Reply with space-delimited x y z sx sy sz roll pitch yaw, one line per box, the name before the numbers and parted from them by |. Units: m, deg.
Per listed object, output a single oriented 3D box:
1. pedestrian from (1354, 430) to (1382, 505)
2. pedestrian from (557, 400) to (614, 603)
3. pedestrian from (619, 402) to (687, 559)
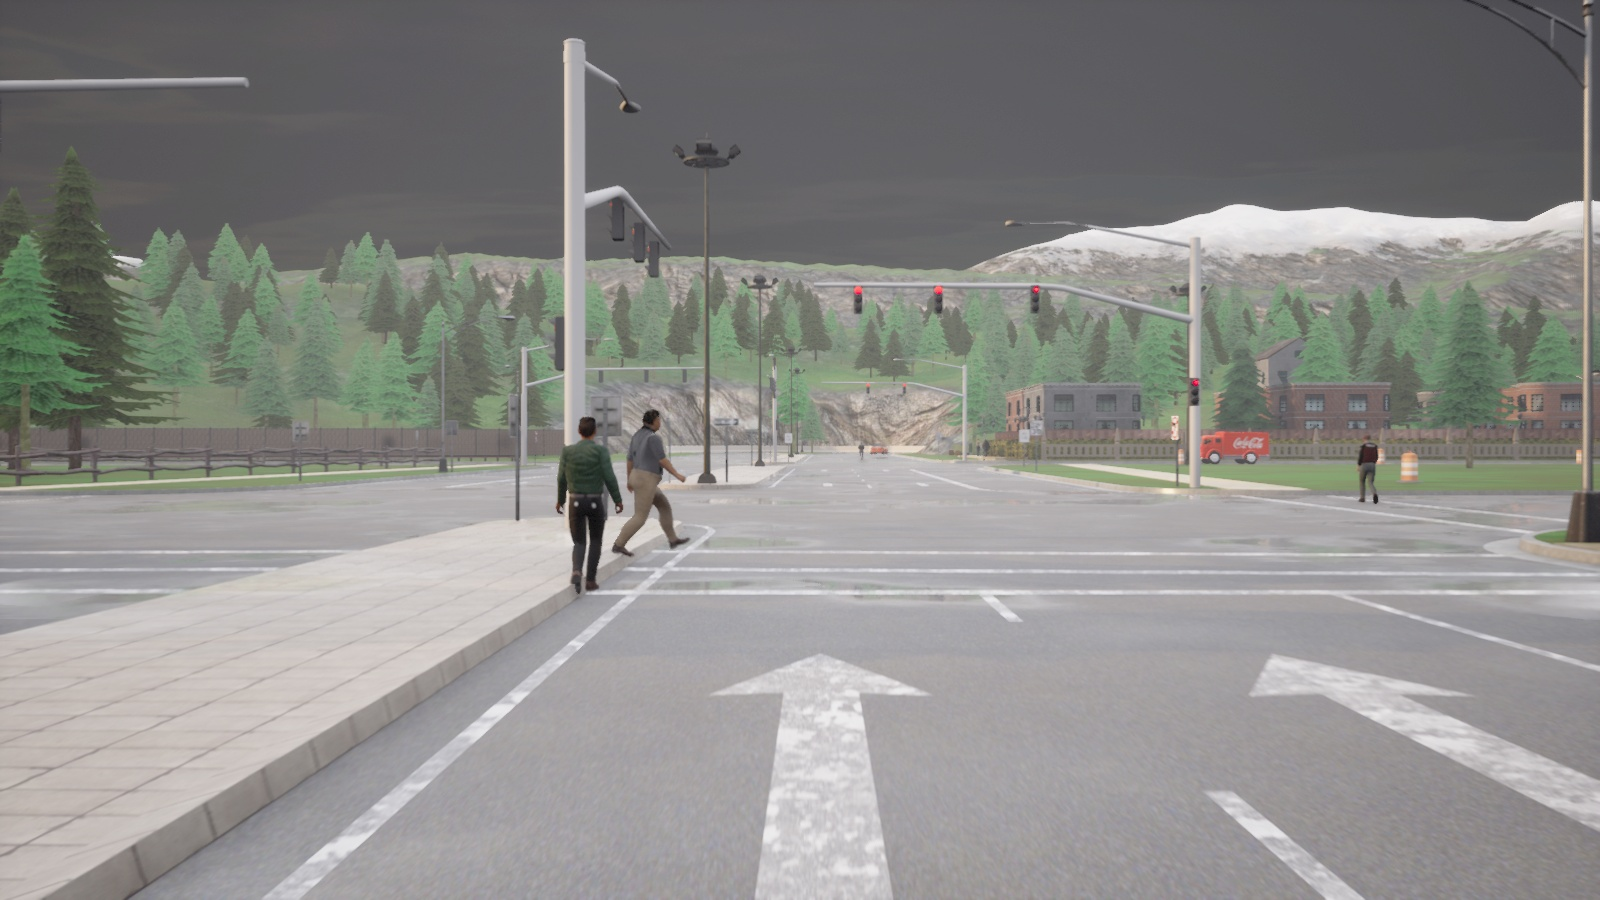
pedestrian | 14.207 0.430 31.420 0.376 1.854 0.720 0 0 2
pedestrian | -2.117 0.491 12.436 0.423 1.949 0.788 0 0 0
pedestrian | -1.779 0.361 15.164 0.694 1.848 0.540 0 0 -24
